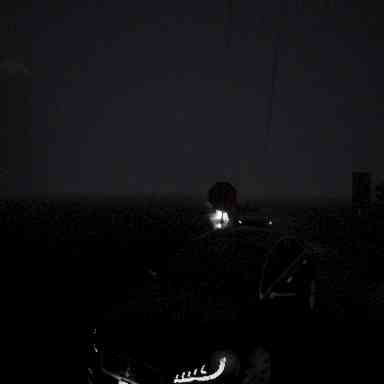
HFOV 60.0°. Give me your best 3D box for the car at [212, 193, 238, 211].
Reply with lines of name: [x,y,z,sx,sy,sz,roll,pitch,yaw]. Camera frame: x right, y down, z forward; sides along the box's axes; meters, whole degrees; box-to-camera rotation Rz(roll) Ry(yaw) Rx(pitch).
car: [3.160,0.898,32.730,2.128,1.511,4.902,1,1,1]

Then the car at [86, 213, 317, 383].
car: [0.636,1.411,5.100,1.837,1.490,4.892,1,3,31]

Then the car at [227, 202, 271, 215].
car: [2.934,1.238,17.689,2.033,1.411,5.357,1,1,1]
